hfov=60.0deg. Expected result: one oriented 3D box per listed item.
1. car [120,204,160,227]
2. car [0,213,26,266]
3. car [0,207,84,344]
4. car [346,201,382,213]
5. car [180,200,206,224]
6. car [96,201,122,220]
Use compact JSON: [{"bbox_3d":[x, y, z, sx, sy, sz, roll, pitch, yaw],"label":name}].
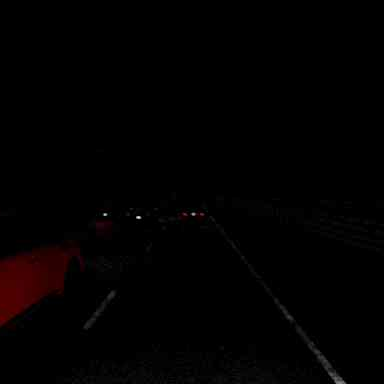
[{"bbox_3d":[-3.410,1.591,23.237,1.994,1.385,4.181,0,0,0],"label":"car"},{"bbox_3d":[-6.897,1.490,9.186,2.128,1.511,4.902,1,0,0],"label":"car"},{"bbox_3d":[-3.402,1.224,4.852,2.150,2.045,5.566,0,0,0],"label":"car"},{"bbox_3d":[21.512,1.765,40.867,2.033,1.411,5.357,0,0,-19],"label":"car"},{"bbox_3d":[0.089,1.579,25.416,2.033,1.411,5.357,0,0,0],"label":"car"},{"bbox_3d":[-6.907,1.516,28.873,1.837,1.490,4.892,0,0,0],"label":"car"}]
